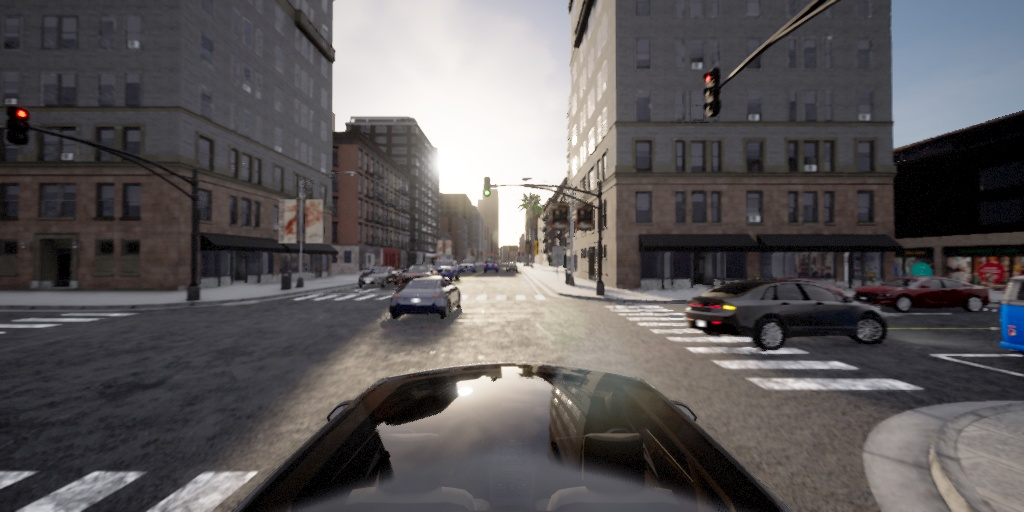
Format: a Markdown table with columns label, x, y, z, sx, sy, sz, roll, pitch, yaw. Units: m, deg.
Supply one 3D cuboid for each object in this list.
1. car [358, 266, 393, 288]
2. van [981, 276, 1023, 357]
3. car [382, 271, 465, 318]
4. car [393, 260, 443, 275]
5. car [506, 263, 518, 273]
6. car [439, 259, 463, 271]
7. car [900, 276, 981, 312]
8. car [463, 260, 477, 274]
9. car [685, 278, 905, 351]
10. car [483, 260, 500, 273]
| label | x | y | z | sx | sy | sz | roll | pitch | yaw |
| --- | --- | --- | --- | --- | --- | --- | --- | --- | --- |
| car | -9.852 | 1.533 | 26.934 | 2.128 | 1.511 | 4.902 | 0 | -1 | 0 |
| van | 11.373 | 1.188 | 6.286 | 3.998 | 1.789 | 1.690 | 0 | 0 | 0 |
| car | -3.153 | 1.455 | 13.766 | 1.994 | 1.385 | 4.181 | 0 | -1 | 0 |
| car | -6.566 | 1.378 | 25.539 | 2.097 | 1.767 | 4.553 | 0 | -1 | -1 |
| car | -0.017 | 1.960 | 56.782 | 1.895 | 1.301 | 4.718 | 0 | -1 | 0 |
| car | -6.591 | 1.355 | 35.238 | 2.150 | 2.045 | 5.566 | 0 | -1 | 1 |
| car | 16.766 | 1.516 | 14.822 | 4.507 | 1.381 | 1.888 | 0 | 0 | 0 |
| car | -6.545 | 1.550 | 53.786 | 2.150 | 2.045 | 5.566 | 0 | -1 | 0 |
| car | 6.855 | 1.374 | 9.060 | 4.892 | 1.490 | 1.837 | 0 | -4 | -13 |
| car | -3.266 | 1.576 | 56.368 | 2.150 | 2.045 | 5.566 | 0 | -1 | 0 |
